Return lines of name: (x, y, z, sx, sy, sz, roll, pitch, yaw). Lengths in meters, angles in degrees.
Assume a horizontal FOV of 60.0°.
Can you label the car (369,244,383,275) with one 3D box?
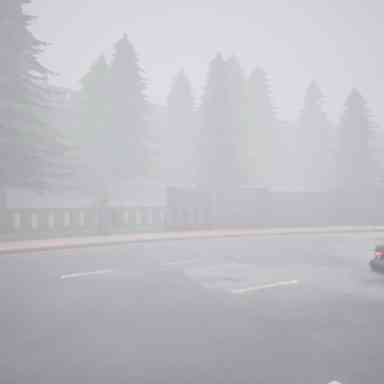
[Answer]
car: (7.231, 1.641, 8.669, 5.357, 1.411, 2.033, 1, 0, -20)
